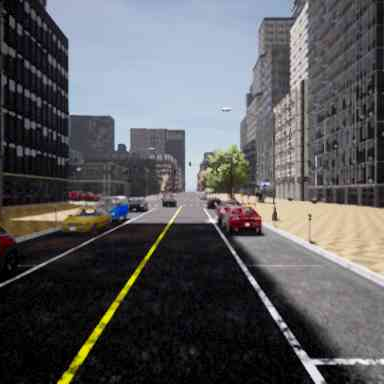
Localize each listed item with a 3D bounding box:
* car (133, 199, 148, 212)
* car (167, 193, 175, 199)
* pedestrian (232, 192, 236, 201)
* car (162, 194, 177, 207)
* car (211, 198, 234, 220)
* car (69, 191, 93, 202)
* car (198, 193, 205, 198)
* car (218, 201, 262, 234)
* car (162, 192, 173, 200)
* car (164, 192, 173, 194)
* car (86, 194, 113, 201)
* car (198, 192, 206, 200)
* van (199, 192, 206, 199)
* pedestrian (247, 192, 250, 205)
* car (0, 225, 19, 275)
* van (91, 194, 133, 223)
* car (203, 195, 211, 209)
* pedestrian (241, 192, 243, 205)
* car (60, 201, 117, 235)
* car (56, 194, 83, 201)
[{"bbox_3d":[-5.680,1.369,35.045,1.947,1.339,4.313,0,0,0],"label":"car"},{"bbox_3d":[-5.671,1.048,89.713,2.008,1.369,4.403,0,0,0],"label":"car"},{"bbox_3d":[6.145,0.868,48.752,0.375,1.860,0.375,0,0,0],"label":"pedestrian"},{"bbox_3d":[-3.003,1.347,45.183,1.895,1.301,4.718,0,0,0],"label":"car"},{"bbox_3d":[2.699,1.305,23.965,1.967,1.590,4.097,0,0,0],"label":"car"},{"bbox_3d":[-17.138,0.797,53.687,5.009,1.841,2.192,1,-1,-1],"label":"car"},{"bbox_3d":[2.710,1.017,95.264,2.008,1.369,4.403,0,0,0],"label":"car"},{"bbox_3d":[2.697,1.441,18.426,1.887,1.381,4.507,0,0,0],"label":"car"},{"bbox_3d":[-5.672,0.874,78.609,2.192,1.841,5.009,0,0,0],"label":"car"},{"bbox_3d":[-5.674,1.172,73.060,1.802,1.307,4.206,0,0,0],"label":"car"},{"bbox_3d":[-17.258,1.021,62.064,4.507,1.381,1.887,1,-1,-1],"label":"car"},{"bbox_3d":[2.708,1.084,78.781,1.752,1.417,4.829,0,0,0],"label":"car"},{"bbox_3d":[2.710,0.869,84.161,1.690,1.788,3.998,0,0,0],"label":"van"},{"bbox_3d":[8.144,0.897,48.151,0.375,1.860,0.375,0,0,0],"label":"pedestrian"},{"bbox_3d":[-5.684,1.398,7.349,1.967,1.590,4.097,0,0,0],"label":"car"},{"bbox_3d":[-5.681,1.206,23.965,1.690,1.788,3.998,0,0,0],"label":"van"},{"bbox_3d":[2.701,1.338,40.583,1.947,1.339,4.313,0,0,0],"label":"car"},{"bbox_3d":[7.144,0.883,47.551,0.375,1.860,0.375,0,0,0],"label":"pedestrian"},{"bbox_3d":[-5.683,1.422,18.257,1.752,1.417,4.829,0,0,0],"label":"car"},{"bbox_3d":[-22.802,0.990,61.986,4.206,1.307,1.802,1,-1,-1],"label":"car"}]
